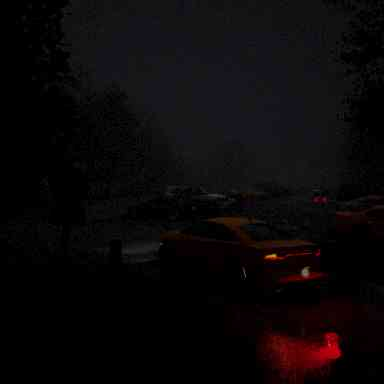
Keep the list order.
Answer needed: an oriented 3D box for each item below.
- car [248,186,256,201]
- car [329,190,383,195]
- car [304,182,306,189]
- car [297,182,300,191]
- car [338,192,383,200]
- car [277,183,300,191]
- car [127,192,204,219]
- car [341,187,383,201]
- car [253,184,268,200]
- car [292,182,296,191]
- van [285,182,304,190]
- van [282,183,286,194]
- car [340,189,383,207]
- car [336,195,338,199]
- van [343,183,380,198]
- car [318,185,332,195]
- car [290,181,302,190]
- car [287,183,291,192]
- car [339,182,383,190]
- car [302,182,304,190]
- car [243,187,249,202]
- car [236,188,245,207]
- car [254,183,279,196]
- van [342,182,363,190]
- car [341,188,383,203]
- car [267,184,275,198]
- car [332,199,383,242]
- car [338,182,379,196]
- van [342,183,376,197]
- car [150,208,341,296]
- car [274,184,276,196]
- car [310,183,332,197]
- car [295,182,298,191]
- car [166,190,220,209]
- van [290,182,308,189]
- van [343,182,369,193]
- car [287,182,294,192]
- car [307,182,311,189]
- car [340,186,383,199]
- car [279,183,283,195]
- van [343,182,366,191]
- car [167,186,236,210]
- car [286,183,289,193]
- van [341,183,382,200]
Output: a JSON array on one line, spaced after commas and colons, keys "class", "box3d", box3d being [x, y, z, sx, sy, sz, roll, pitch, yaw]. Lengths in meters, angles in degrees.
[{"class": "car", "box3d": [3.582, 0.440, 34.785, 5.366, 1.575, 1.946, 1, 3, 24]}, {"class": "car", "box3d": [13.178, 0.872, 24.304, 5.366, 1.575, 1.946, 1, 3, 24]}, {"class": "car", "box3d": [23.295, -1.148, 77.625, 5.008, 1.535, 2.097, 1, 2, 24]}, {"class": "car", "box3d": [18.694, -0.791, 67.525, 4.892, 1.521, 2.231, 1, 2, 24]}, {"class": "car", "box3d": [9.983, 1.086, 16.766, 4.553, 1.767, 2.185, 1, 3, 24]}, {"class": "car", "box3d": [20.971, -1.096, 72.581, 4.553, 1.767, 2.185, 1, 2, 24]}, {"class": "car", "box3d": [-2.027, 1.040, 22.101, 4.792, 1.488, 2.163, 1, 3, 24]}, {"class": "car", "box3d": [20.256, 0.252, 39.323, 4.792, 1.488, 2.163, 1, 2, 24]}, {"class": "car", "box3d": [5.932, 0.212, 39.943, 5.366, 1.575, 1.946, 1, 3, 24]}, {"class": "car", "box3d": [16.230, -0.621, 62.549, 5.366, 1.575, 1.946, 1, 2, 24]}, {"class": "van", "box3d": [25.495, -1.553, 82.713, 4.442, 1.987, 1.878, 1, 2, 24]}, {"class": "van", "box3d": [11.904, -0.484, 52.315, 4.442, 1.987, 1.878, 1, 2, 24]}, {"class": "car", "box3d": [16.763, 0.569, 31.795, 4.792, 1.488, 2.163, 1, 3, 24]}, {"class": "car", "box3d": [11.024, 1.133, 19.204, 4.792, 1.488, 2.163, 1, 3, 24]}, {"class": "van", "box3d": [23.778, -0.276, 46.833, 4.442, 1.987, 1.878, 1, 2, 24]}, {"class": "car", "box3d": [22.695, -0.404, 56.658, 1.882, 1.535, 5.008, 1, 2, 24]}, {"class": "car", "box3d": [19.681, -0.887, 70.124, 5.366, 1.575, 1.946, 1, 2, 24]}, {"class": "car", "box3d": [14.072, -0.408, 57.435, 4.792, 1.488, 2.163, 1, 2, 24]}, {"class": "car", "box3d": [15.667, 0.402, 29.241, 5.566, 2.045, 2.435, 1, 3, 24]}, {"class": "car", "box3d": [22.122, -1.185, 75.106, 4.553, 1.767, 2.185, 1, 2, 24]}, {"class": "car", "box3d": [2.606, 0.560, 32.182, 4.892, 1.521, 2.231, 1, 3, 24]}, {"class": "car", "box3d": [1.619, 0.672, 29.583, 5.366, 1.575, 1.946, 1, 3, 24]}, {"class": "car", "box3d": [9.527, -0.205, 47.306, 4.553, 1.767, 2.185, 1, 2, 24]}, {"class": "van", "box3d": [38.542, -1.436, 79.807, 4.442, 1.987, 1.878, 1, 2, 24]}, {"class": "car", "box3d": [19.163, 0.348, 36.923, 4.792, 1.488, 2.163, 1, 3, 24]}, {"class": "car", "box3d": [7.369, 0.116, 42.202, 5.366, 1.575, 1.946, 1, 3, 24]}, {"class": "car", "box3d": [8.802, 1.323, 14.267, 5.008, 1.535, 2.097, 1, 3, 24]}, {"class": "car", "box3d": [25.942, -0.481, 51.931, 5.566, 2.045, 2.435, 1, 2, 24]}, {"class": "van", "box3d": [24.714, -0.368, 49.450, 4.442, 1.987, 1.878, 1, 2, 24]}, {"class": "car", "box3d": [0.898, 1.383, 8.501, 1.882, 1.535, 5.008, 2, -1, -31]}, {"class": "car", "box3d": [8.341, 0.016, 44.798, 4.892, 1.521, 2.231, 1, 3, 24]}, {"class": "car", "box3d": [18.428, -0.060, 47.293, 2.128, 1.511, 4.902, 1, 2, 24]}, {"class": "car", "box3d": [17.555, -0.703, 64.994, 4.892, 1.521, 2.231, 1, 2, 24]}, {"class": "car", "box3d": [-0.845, 0.898, 24.609, 5.008, 1.535, 2.097, 1, 3, 24]}, {"class": "van", "box3d": [28.939, -1.744, 90.276, 4.442, 1.987, 1.878, 1, 1, 24]}, {"class": "van", "box3d": [31.865, -0.900, 64.585, 4.442, 1.987, 1.878, 1, 2, 24]}, {"class": "car", "box3d": [15.222, -0.497, 59.960, 4.792, 1.488, 2.163, 1, 2, 24]}, {"class": "car", "box3d": [26.777, -1.665, 85.177, 5.566, 2.045, 2.435, 1, 2, 24]}, {"class": "car", "box3d": [22.529, 0.036, 44.368, 5.008, 1.535, 2.097, 1, 2, 24]}, {"class": "car", "box3d": [10.674, -0.141, 49.835, 4.792, 1.488, 2.163, 1, 2, 24]}, {"class": "van", "box3d": [36.456, -1.255, 74.664, 4.442, 1.987, 1.878, 1, 2, 24]}, {"class": "car", "box3d": [0.325, 0.534, 27.113, 5.566, 2.045, 2.435, 1, 3, 24]}, {"class": "car", "box3d": [12.922, -0.320, 54.910, 4.792, 1.488, 2.163, 1, 2, 24]}, {"class": "van", "box3d": [21.272, -0.099, 41.873, 4.442, 1.987, 1.878, 1, 2, 24]}]
